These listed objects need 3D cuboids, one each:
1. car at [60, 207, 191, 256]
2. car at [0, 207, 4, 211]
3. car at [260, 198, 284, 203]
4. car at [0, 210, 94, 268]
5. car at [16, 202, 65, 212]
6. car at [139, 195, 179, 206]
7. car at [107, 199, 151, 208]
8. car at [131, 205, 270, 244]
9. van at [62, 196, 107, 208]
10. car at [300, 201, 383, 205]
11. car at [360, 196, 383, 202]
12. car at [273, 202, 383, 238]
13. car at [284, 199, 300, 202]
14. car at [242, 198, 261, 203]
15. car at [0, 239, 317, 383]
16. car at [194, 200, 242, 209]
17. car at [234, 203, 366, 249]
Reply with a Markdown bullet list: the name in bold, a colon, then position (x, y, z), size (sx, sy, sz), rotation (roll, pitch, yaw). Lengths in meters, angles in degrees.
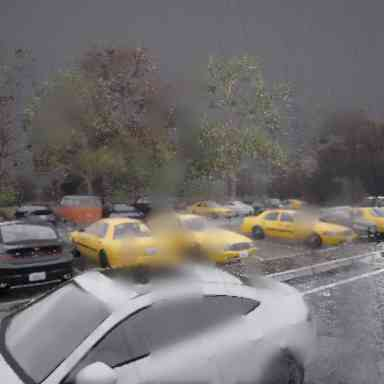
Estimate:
- **car**: position (-2.428, 1.469, 10.587), size (1.946, 1.575, 5.366), rotation (0, 0, -35)
- **car**: position (-12.103, 1.502, 19.575), size (2.163, 1.488, 4.792), rotation (0, 0, -35)
- **car**: position (6.025, 1.551, 32.310), size (2.163, 1.488, 4.792), rotation (0, 0, -35)
- **car**: position (-4.578, 1.477, 8.834), size (2.231, 1.521, 4.892), rotation (0, 0, -35)
- **car**: position (-9.947, 1.499, 21.098), size (2.163, 1.488, 4.792), rotation (0, 0, -35)
- **car**: position (-3.057, 1.236, 25.965), size (2.435, 2.045, 5.566), rotation (0, 0, -35)
- **car**: position (-5.287, 1.508, 24.320), size (2.163, 1.488, 4.792), rotation (0, 0, -35)
- **car**: position (-0.047, 1.472, 11.815), size (1.946, 1.575, 5.366), rotation (0, 0, -35)
- **van**: position (-7.734, 1.246, 22.769), size (1.878, 1.987, 4.442), rotation (0, 0, -35)
- **car**: position (8.907, 1.504, 18.595), size (1.946, 1.575, 5.366), rotation (0, 0, -35)
- **car**: position (11.266, 1.264, 20.069), size (2.435, 2.045, 5.566), rotation (0, 0, -35)
- **car**: position (6.743, 1.500, 16.847), size (2.231, 1.521, 4.892), rotation (0, 0, -35)
- **car**: position (8.151, 1.404, 33.886), size (2.185, 1.767, 4.553), rotation (0, 0, -35)
- **car**: position (3.747, 1.553, 30.733), size (2.002, 1.452, 4.674), rotation (0, 0, -35)
- **car**: position (-0.684, 1.522, 3.198), size (4.674, 1.442, 1.812), rotation (0, 0, -36)
- **car**: position (1.590, 1.501, 28.986), size (1.946, 1.575, 5.366), rotation (0, 0, -35)
- **car**: position (4.587, 1.487, 15.089), size (1.946, 1.575, 5.366), rotation (0, 0, -35)
